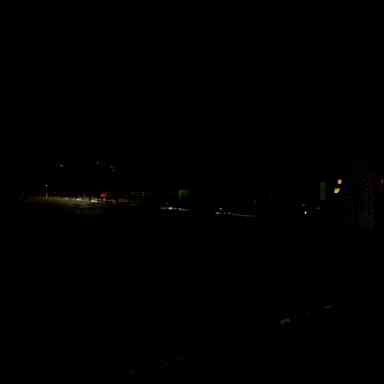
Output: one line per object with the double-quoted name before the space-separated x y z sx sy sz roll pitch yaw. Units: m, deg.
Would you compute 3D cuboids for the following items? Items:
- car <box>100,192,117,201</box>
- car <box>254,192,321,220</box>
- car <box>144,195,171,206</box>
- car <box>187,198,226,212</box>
"car" -15.967 0.738 63.660 2.097 1.767 4.553 1 0 -34
"car" 7.475 1.044 26.616 2.150 2.045 5.566 1 0 -36
"car" -4.546 1.102 43.067 2.128 1.511 4.902 1 0 -36
"car" 1.565 1.320 34.691 1.895 1.301 4.718 1 0 -36
